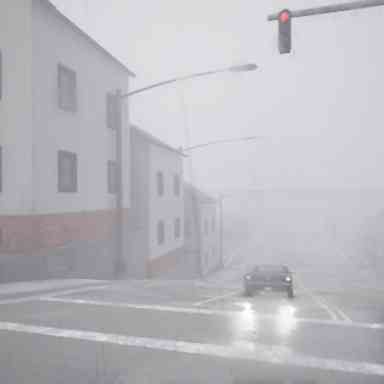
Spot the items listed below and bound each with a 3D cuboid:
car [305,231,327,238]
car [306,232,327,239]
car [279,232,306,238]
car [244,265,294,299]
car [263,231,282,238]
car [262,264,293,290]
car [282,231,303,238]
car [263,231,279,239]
[{"bbox_3d":[29.616,10.197,79.774,1.853,1.218,4.536,0,-1,-45],"label":"car"},{"bbox_3d":[29.655,10.353,79.735,2.038,1.542,4.974,0,-1,-45],"label":"car"},{"bbox_3d":[24.286,10.440,80.503,4.974,1.542,2.038,0,-1,-20],"label":"car"},{"bbox_3d":[3.424,3.806,14.424,1.895,1.301,4.718,-2,-14,16],"label":"car"},{"bbox_3d":[19.837,10.367,81.850,1.853,1.218,4.536,0,-1,-30],"label":"car"},{"bbox_3d":[6.216,6.087,23.859,1.882,1.535,5.008,-1,-15,16],"label":"car"},{"bbox_3d":[24.332,10.283,80.524,4.536,1.218,1.853,0,-1,-20],"label":"car"},{"bbox_3d":[19.865,10.523,81.802,2.038,1.542,4.974,0,-1,-30],"label":"car"}]
